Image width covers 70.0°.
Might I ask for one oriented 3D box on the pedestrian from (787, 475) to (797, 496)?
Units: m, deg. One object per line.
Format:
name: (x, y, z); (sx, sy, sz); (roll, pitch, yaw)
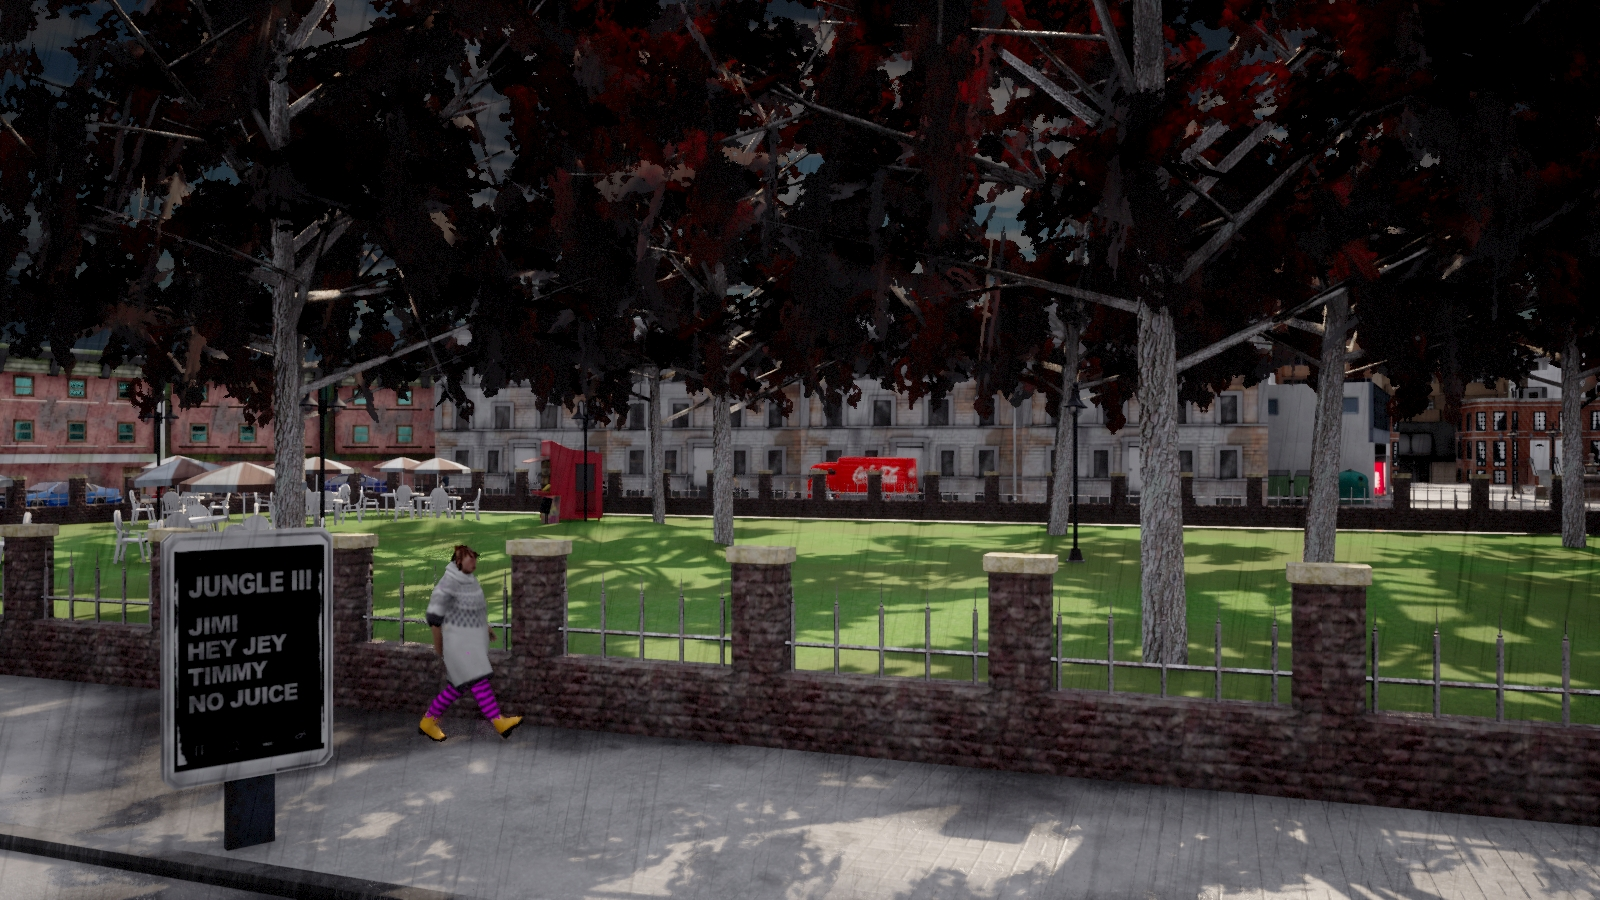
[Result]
pedestrian: (-0.427, 1.913, 60.883); (0.500, 1.100, 0.500); (0, 0, -10)

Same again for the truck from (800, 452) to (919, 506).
truck: (2.913, 1.356, 55.191); (5.204, 2.467, 2.627); (0, 0, 20)

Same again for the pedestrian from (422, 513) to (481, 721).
pedestrian: (-3.229, 1.526, 10.600); (0.375, 1.860, 0.375); (0, 0, 15)
